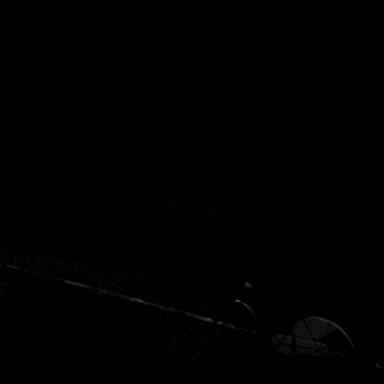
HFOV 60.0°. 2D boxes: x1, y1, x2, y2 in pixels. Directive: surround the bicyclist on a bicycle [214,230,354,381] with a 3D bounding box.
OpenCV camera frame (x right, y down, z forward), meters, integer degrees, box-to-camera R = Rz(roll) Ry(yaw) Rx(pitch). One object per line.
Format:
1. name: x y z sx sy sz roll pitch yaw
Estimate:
1. bicyclist on a bicycle: 1.067 1.363 4.296 1.843 1.776 0.659 1 0 35
